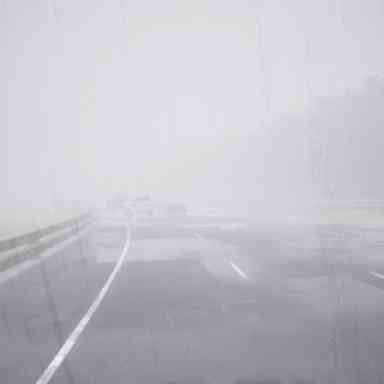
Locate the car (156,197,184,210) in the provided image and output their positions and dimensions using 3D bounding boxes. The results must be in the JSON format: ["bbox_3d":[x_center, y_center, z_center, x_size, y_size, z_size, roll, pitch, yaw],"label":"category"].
[{"bbox_3d":[-3.086,1.536,45.511,1.882,1.535,5.008,-1,0,-27],"label":"car"}]

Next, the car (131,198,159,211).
[{"bbox_3d":[-6.269,1.586,44.058,2.128,1.511,4.902,-1,0,-27],"label":"car"}]

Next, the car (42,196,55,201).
[{"bbox_3d":[-37.099,1.799,83.125,5.008,1.535,1.882,-1,0,37],"label":"car"}]

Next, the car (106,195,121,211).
[{"bbox_3d":[-9.321,1.351,42.337,2.150,2.045,5.566,-1,0,-27],"label":"car"}]

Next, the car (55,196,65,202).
[{"bbox_3d":[-34.665,1.797,85.693,4.892,1.490,1.837,-1,0,40],"label":"car"}]

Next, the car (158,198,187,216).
[{"bbox_3d":[-2.035,1.518,33.515,1.882,1.535,5.008,-1,0,-18],"label":"car"}]

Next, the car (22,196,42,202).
[{"bbox_3d":[-39.270,1.871,80.381,4.902,1.511,2.128,-1,0,37],"label":"car"}]

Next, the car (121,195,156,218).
[{"bbox_3d":[-5.180,1.297,31.886,2.150,2.045,5.566,-1,0,-18],"label":"car"}]
